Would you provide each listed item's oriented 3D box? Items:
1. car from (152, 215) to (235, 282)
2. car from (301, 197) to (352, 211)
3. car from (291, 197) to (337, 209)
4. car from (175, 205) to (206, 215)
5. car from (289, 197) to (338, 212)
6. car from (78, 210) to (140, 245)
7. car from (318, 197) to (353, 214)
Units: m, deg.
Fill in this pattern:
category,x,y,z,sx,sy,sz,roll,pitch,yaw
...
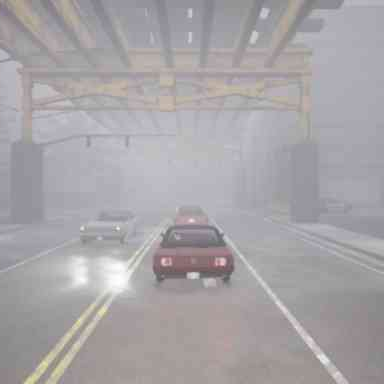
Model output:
category,x,y,z,sx,sy,sz,roll,pitch,yaw
car,0.013,1.574,9.658,1.895,1.301,4.718,0,0,-1
car,13.020,1.167,32.159,4.536,1.218,1.853,0,0,-21
car,13.306,1.150,36.281,4.536,1.218,1.853,0,0,24
car,-0.078,1.492,19.934,1.994,1.385,4.181,0,0,-2
car,13.259,1.307,36.303,4.974,1.542,2.038,0,0,24
car,-3.707,1.551,15.547,1.895,1.301,4.718,0,0,0
car,12.972,1.325,32.142,4.974,1.542,2.038,0,0,-21
